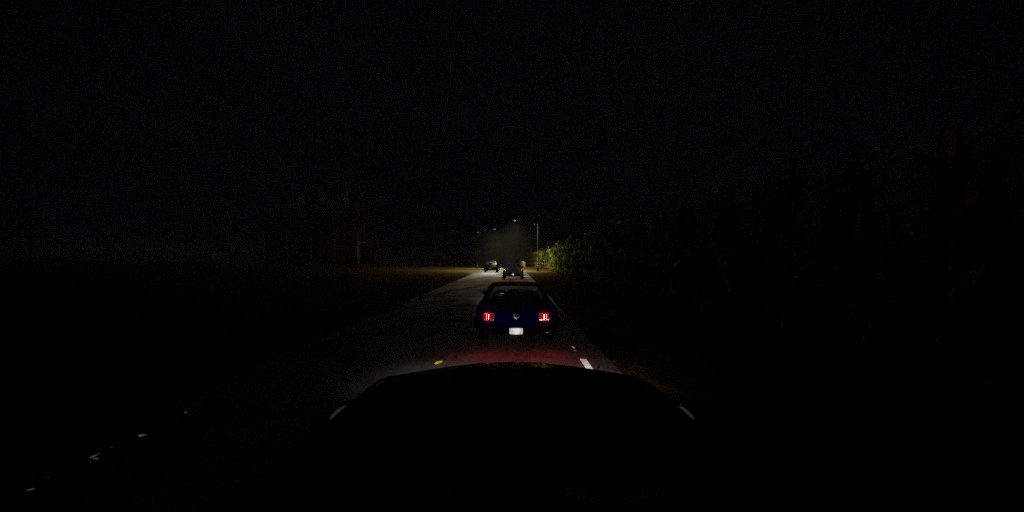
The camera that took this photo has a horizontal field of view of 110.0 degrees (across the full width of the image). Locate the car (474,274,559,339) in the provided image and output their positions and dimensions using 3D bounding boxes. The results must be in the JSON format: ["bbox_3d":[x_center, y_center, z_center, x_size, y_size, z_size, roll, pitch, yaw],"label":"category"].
[{"bbox_3d":[0.097,1.356,10.037,1.895,1.301,4.718,0,0,0],"label":"car"}]

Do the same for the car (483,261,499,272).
[{"bbox_3d":[-2.800,1.439,48.689,2.128,1.511,4.902,0,-1,1],"label":"car"}]

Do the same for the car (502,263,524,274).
[{"bbox_3d":[0.095,1.331,32.600,1.812,1.442,4.674,0,0,0],"label":"car"}]
